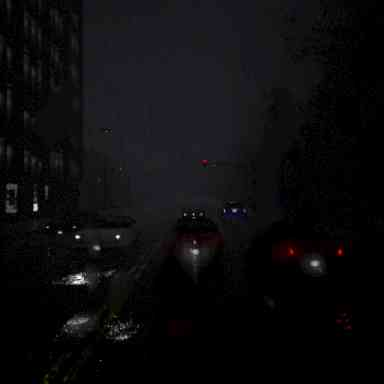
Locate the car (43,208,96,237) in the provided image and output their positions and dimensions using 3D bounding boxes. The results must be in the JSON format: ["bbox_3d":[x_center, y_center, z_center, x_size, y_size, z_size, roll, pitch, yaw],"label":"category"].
[{"bbox_3d":[-6.596,1.664,19.289,2.033,1.411,5.357,0,0,0],"label":"car"}]

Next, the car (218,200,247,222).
[{"bbox_3d":[3.355,1.524,28.267,2.097,1.767,4.553,0,0,0],"label":"car"}]

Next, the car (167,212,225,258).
[{"bbox_3d":[0.102,1.680,13.121,1.895,1.301,4.718,0,0,0],"label":"car"}]

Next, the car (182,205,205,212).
[{"bbox_3d":[0.105,1.769,27.858,1.895,1.301,4.718,0,0,0],"label":"car"}]

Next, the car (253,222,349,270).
[{"bbox_3d":[3.350,1.669,11.276,1.895,1.301,4.718,0,0,0],"label":"car"}]

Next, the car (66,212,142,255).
[{"bbox_3d":[-3.347,1.685,13.948,1.895,1.301,4.718,0,0,0],"label":"car"}]
